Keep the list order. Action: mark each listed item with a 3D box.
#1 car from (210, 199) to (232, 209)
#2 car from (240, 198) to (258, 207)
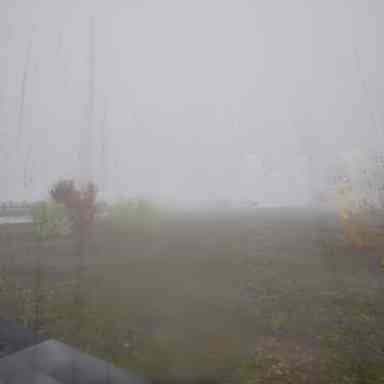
[{"bbox_3d":[4.805,1.964,54.963,2.128,1.511,4.902,-1,-1,36],"label":"car"},{"bbox_3d":[10.929,1.942,63.574,2.097,1.767,4.553,-1,-1,36],"label":"car"}]
